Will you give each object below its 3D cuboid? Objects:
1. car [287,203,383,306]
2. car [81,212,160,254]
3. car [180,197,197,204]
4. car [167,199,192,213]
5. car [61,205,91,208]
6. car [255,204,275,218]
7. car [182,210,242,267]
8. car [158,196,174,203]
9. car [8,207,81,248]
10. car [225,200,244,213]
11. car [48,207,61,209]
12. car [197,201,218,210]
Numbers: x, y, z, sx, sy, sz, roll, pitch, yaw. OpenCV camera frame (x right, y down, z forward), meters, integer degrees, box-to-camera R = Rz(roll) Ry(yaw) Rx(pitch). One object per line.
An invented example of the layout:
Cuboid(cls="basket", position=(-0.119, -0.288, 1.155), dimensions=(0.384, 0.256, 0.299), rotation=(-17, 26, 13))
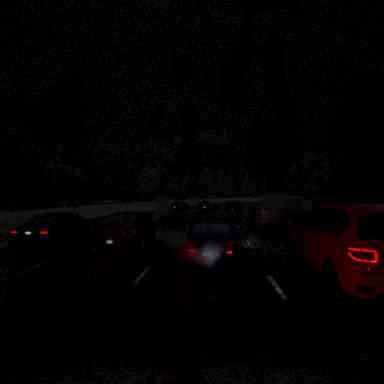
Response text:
Cuboid(cls="car", position=(3.950, 1.277, 8.245), dimensions=(2.150, 2.045, 5.566), rotation=(0, 0, 4))
Cuboid(cls="car", position=(-2.605, 1.562, 13.895), dimensions=(1.882, 1.535, 5.008), rotation=(0, 0, 5))
Cuboid(cls="car", position=(-0.710, 2.010, 77.943), dimensions=(2.033, 1.411, 5.357), rotation=(0, 0, 22))
Cuboid(cls="car", position=(-1.603, 1.819, 41.718), dimensions=(1.994, 1.385, 4.181), rotation=(0, 0, 13))
Cuboid(cls="car", position=(-12.946, 1.787, 40.041), dimensions=(2.033, 1.411, 5.357), rotation=(0, 0, 12))
Cuboid(cls="car", position=(7.265, 1.809, 33.240), dimensions=(1.895, 1.301, 4.718), rotation=(0, 0, 11))
Cuboid(cls="car", position=(0.713, 1.597, 11.592), dimensions=(1.812, 1.442, 4.674), rotation=(0, 0, 5))
Cuboid(cls="car", position=(-6.365, 1.822, 82.470), dimensions=(2.097, 1.767, 4.553), rotation=(0, 0, 24))
Cuboid(cls="car", position=(-6.016, 1.639, 15.243), dimensions=(2.033, 1.411, 5.357), rotation=(0, 0, 5))
Cuboid(cls="car", position=(5.143, 1.739, 39.876), dimensions=(2.128, 1.511, 4.902), rotation=(0, 0, 13))
Cuboid(cls="car", position=(-15.912, 1.732, 42.685), dimensions=(1.882, 1.535, 5.008), rotation=(0, 0, 13))
Cuboid(cls="car", position=(1.971, 1.820, 41.622), dimensions=(1.994, 1.385, 4.181), rotation=(0, 0, 14))
